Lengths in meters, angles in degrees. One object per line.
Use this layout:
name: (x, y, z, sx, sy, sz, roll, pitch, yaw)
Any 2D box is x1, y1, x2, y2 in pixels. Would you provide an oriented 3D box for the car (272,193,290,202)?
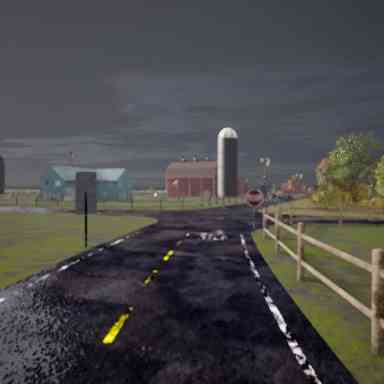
car: (19.993, 1.377, 74.495, 2.128, 1.511, 4.902, 0, 0, 24)

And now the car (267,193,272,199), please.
car: (19.171, 0.981, 79.421, 2.128, 1.511, 4.902, 0, 0, 24)

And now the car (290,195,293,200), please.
car: (24.215, 1.264, 84.024, 1.994, 1.385, 4.181, 0, 0, 24)
